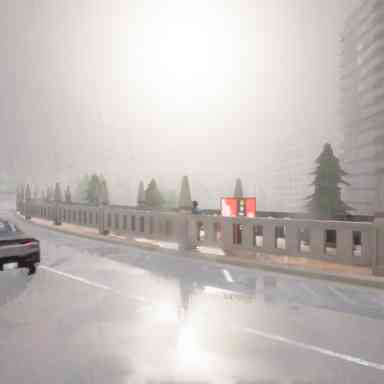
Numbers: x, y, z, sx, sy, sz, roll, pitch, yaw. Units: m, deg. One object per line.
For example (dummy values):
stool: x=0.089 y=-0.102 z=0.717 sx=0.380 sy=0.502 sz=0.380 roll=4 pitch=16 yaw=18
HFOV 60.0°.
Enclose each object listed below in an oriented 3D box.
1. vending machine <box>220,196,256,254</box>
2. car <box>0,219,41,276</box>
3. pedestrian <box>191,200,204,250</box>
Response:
vending machine: x=1.764 y=1.195 z=12.652 sx=0.880 sy=2.100 sz=1.100 roll=0 pitch=0 yaw=41
car: x=-5.962 y=1.491 z=9.313 sx=4.902 sy=1.511 sz=2.128 roll=0 pitch=0 yaw=43
pedestrian: x=0.136 y=1.141 z=12.074 sx=0.375 sy=1.860 sz=0.375 roll=0 pitch=0 yaw=41
